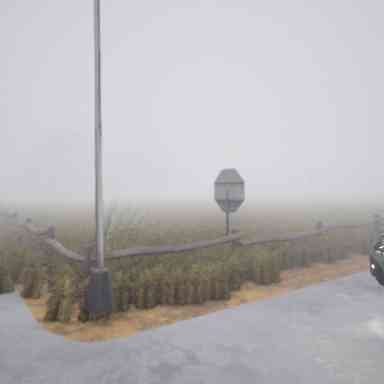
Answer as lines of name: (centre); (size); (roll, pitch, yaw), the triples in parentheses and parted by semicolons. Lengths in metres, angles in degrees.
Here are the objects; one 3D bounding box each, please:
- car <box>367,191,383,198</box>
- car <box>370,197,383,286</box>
car: (41.938, 0.614, 74.728); (2.242, 1.667, 4.611); (-1, 1, -36)
car: (6.612, 1.207, 8.160); (5.566, 2.045, 2.150); (0, 0, -36)
